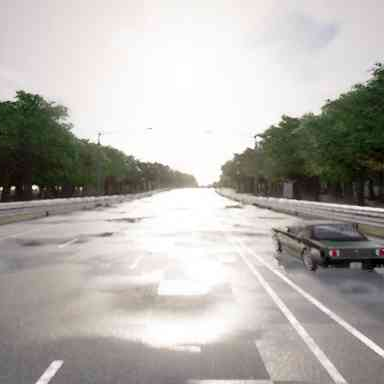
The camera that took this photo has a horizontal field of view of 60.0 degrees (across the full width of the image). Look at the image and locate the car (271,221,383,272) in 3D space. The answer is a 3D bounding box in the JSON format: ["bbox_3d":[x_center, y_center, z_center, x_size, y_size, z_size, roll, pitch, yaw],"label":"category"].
[{"bbox_3d":[4.038,1.562,10.635,1.895,1.301,4.718,0,0,-3],"label":"car"}]
